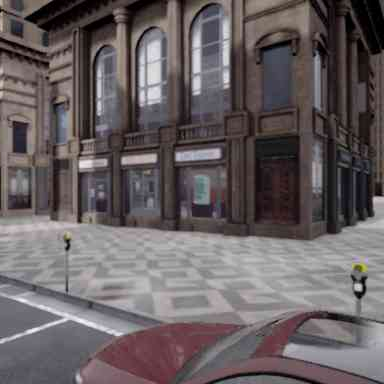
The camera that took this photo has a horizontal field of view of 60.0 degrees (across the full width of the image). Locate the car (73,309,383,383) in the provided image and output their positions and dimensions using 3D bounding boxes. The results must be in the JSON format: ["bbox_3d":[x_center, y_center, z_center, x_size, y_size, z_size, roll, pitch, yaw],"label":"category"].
[{"bbox_3d":[0.860,1.585,2.348,4.206,1.307,1.802,0,0,35],"label":"car"}]
